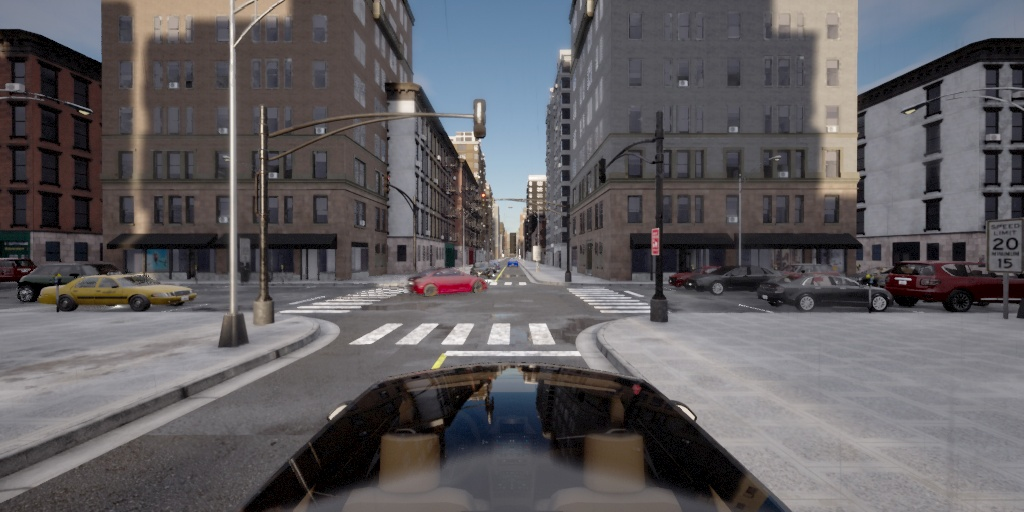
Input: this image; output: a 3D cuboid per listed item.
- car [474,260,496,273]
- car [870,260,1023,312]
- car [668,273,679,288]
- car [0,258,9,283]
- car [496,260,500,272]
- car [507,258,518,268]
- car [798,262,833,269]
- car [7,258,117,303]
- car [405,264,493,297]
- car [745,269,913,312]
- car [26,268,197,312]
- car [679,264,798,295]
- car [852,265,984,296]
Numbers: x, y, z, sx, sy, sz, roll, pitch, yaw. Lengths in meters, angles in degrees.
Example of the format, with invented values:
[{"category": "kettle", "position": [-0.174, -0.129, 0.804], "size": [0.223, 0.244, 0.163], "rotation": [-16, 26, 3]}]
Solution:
[{"category": "car", "position": [-2.779, 1.259, 33.003], "size": [1.837, 1.490, 4.892], "rotation": [0, 0, 0]}, {"category": "car", "position": [17.199, 1.090, 13.589], "size": [5.009, 1.841, 2.192], "rotation": [0, 0, 0]}, {"category": "car", "position": [11.816, 1.280, 21.631], "size": [4.507, 1.381, 1.888], "rotation": [0, 0, 0]}, {"category": "car", "position": [-32.015, 1.041, 21.769], "size": [5.009, 1.841, 2.192], "rotation": [0, 0, 0]}, {"category": "car", "position": [-2.756, 1.306, 42.800], "size": [2.033, 1.411, 5.357], "rotation": [0, 0, 0]}, {"category": "car", "position": [0.141, 1.246, 63.113], "size": [1.882, 1.535, 5.008], "rotation": [0, 0, 0]}, {"category": "car", "position": [17.225, 1.176, 21.614], "size": [4.097, 1.591, 1.967], "rotation": [0, 0, 0]}, {"category": "car", "position": [-19.026, 1.107, 16.236], "size": [4.553, 1.767, 2.097], "rotation": [0, 0, 0]}, {"category": "car", "position": [-3.405, 1.311, 18.898], "size": [4.181, 1.385, 1.994], "rotation": [0, 0, -38]}, {"category": "car", "position": [11.790, 1.325, 13.606], "size": [4.403, 1.370, 2.007], "rotation": [0, 0, 0]}, {"category": "car", "position": [-14.885, 1.294, 13.690], "size": [4.829, 1.417, 1.751], "rotation": [0, 0, 0]}, {"category": "car", "position": [11.918, 1.253, 19.088], "size": [4.892, 1.490, 1.837], "rotation": [0, 0, 0]}, {"category": "car", "position": [21.400, 1.255, 19.061], "size": [4.892, 1.490, 1.837], "rotation": [0, 0, 0]}]
